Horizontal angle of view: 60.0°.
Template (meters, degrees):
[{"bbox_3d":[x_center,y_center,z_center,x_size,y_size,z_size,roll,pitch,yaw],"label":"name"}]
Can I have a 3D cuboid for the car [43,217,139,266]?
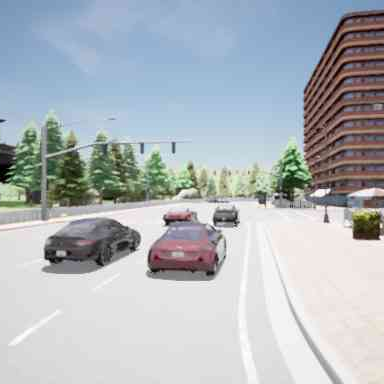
[{"bbox_3d":[-3.369,1.633,11.910,1.812,1.442,4.674,0,0,11],"label":"car"}]

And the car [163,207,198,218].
[{"bbox_3d":[-0.792,1.838,26.031,1.895,1.301,4.718,0,-1,11],"label":"car"}]

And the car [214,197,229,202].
[{"bbox_3d":[8.154,2.392,87.435,1.895,1.301,4.718,0,-1,22],"label":"car"}]

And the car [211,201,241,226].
[{"bbox_3d":[2.699,1.728,25.655,2.128,1.511,4.902,0,0,11],"label":"car"}]

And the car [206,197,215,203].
[{"bbox_3d":[5.388,2.172,89.819,2.097,1.767,4.553,0,-1,26],"label":"car"}]

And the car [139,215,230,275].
[{"bbox_3d":[0.001,1.664,10.901,1.994,1.385,4.181,0,0,11],"label":"car"}]
